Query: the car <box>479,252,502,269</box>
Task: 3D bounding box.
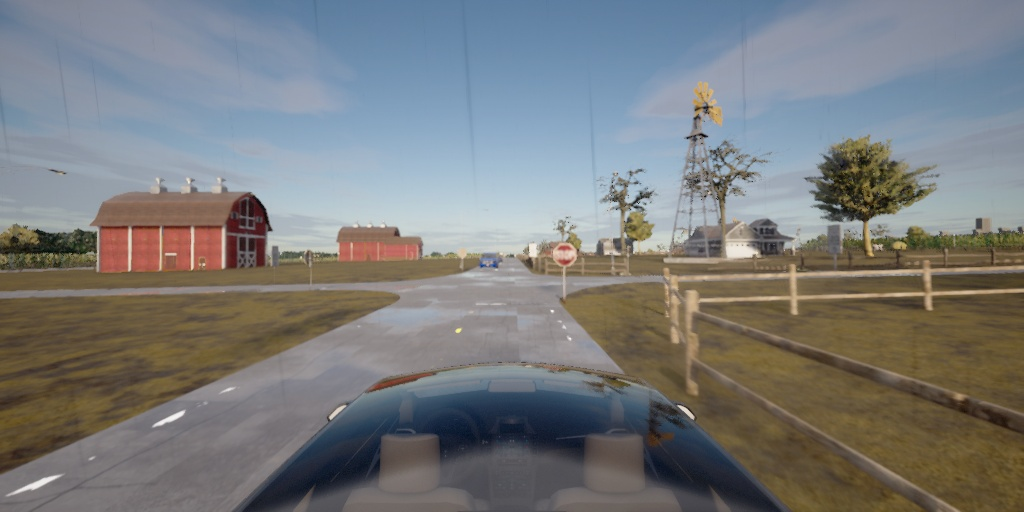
[{"bbox_3d":[-2.755,0.582,43.639,2.150,2.045,5.566,0,2,0],"label":"car"}]
